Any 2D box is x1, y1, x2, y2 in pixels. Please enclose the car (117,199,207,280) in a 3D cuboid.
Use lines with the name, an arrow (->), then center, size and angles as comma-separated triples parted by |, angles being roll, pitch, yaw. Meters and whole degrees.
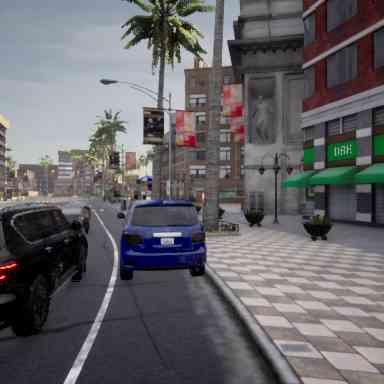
car -> -1.082, 1.219, 10.223 | 2.150, 2.045, 5.566 | 0, 0, -11

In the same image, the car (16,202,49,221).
car -> -13.182, 1.552, 27.762 | 1.994, 1.385, 4.181 | 0, 0, -18

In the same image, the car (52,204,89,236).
car -> -6.947, 1.520, 19.402 | 1.812, 1.442, 4.674 | 0, 0, -17

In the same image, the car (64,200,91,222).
car -> -9.365, 1.470, 27.354 | 1.882, 1.535, 5.008 | 0, 0, -18

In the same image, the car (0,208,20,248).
car -> -8.951, 1.518, 14.378 | 1.812, 1.442, 4.674 | 0, 0, -16

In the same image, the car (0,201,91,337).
car -> -3.626, 1.218, 6.644 | 2.150, 2.045, 5.566 | 0, 0, -7
